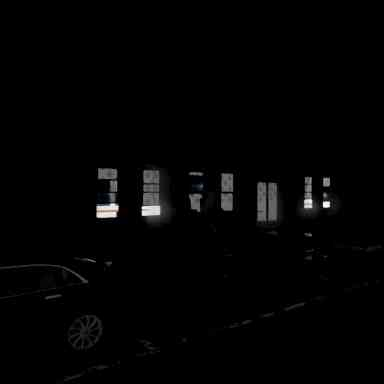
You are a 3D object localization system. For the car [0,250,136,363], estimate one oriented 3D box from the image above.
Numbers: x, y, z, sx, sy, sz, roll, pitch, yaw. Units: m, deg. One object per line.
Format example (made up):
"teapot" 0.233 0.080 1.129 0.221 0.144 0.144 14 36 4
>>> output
"car" -2.931 1.551 4.468 4.403 1.369 2.008 0 0 -35

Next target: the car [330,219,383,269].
"car" 6.345 1.582 11.068 4.206 1.307 1.802 0 0 -35
